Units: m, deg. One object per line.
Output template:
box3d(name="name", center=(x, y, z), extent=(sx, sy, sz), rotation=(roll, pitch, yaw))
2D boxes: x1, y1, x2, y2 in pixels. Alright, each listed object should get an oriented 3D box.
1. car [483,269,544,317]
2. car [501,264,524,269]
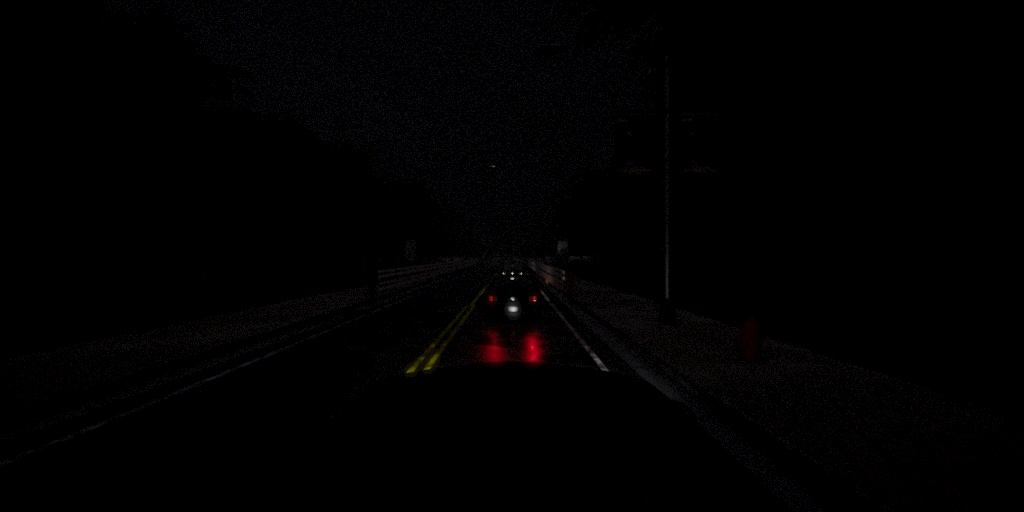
box3d(name="car", center=(0.051, 1.322, 13.094), extent=(1.895, 1.301, 4.718), rotation=(0, 0, 0))
box3d(name="car", center=(0.037, 1.285, 28.092), extent=(1.895, 1.301, 4.718), rotation=(0, 0, 0))
